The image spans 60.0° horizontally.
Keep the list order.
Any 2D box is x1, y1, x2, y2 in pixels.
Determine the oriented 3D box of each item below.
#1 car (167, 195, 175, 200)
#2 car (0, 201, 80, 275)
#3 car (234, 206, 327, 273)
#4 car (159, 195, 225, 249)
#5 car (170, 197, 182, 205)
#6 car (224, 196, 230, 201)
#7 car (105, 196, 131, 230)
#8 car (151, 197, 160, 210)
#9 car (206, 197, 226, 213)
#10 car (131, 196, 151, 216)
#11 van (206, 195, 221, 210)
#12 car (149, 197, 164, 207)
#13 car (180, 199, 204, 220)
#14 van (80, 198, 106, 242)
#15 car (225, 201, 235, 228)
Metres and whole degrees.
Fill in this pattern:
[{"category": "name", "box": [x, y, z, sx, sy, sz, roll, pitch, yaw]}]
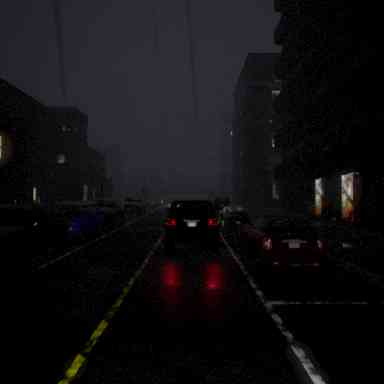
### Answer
[{"category": "car", "box": [-5.753, 1.560, 91.931, 1.887, 1.381, 4.507, 1, 0, 0]}, {"category": "car", "box": [-5.671, 1.316, 10.718, 2.192, 1.841, 5.009, 1, 0, 0]}, {"category": "car", "box": [2.706, 1.441, 10.711, 1.967, 1.590, 4.097, 1, 0, 0]}, {"category": "car", "box": [0.000, 1.261, 14.683, 2.150, 2.045, 5.566, 0, 0, 0]}, {"category": "car", "box": [-3.000, 1.613, 61.659, 1.994, 1.385, 4.181, 0, 0, 0]}, {"category": "car", "box": [2.708, 1.321, 32.339, 2.192, 1.841, 5.009, 1, 0, 0]}, {"category": "car", "box": [-5.671, 1.319, 21.532, 2.192, 1.841, 5.009, 1, 0, 0]}, {"category": "car", "box": [-5.674, 1.448, 43.161, 1.967, 1.590, 4.097, 1, 0, 0]}, {"category": "car", "box": [2.706, 1.448, 37.747, 1.967, 1.590, 4.097, 1, 0, 0]}, {"category": "car", "box": [-5.672, 1.321, 32.347, 2.192, 1.841, 5.009, 1, 0, 0]}, {"category": "van", "box": [2.708, 1.350, 43.154, 1.690, 1.788, 3.998, 1, 0, 0]}, {"category": "car", "box": [-5.677, 1.561, 53.975, 2.008, 1.369, 4.403, 1, 0, 0]}, {"category": "car", "box": [0.000, 1.491, 29.655, 1.882, 1.535, 5.008, 0, 0, 0]}, {"category": "van", "box": [-5.672, 1.343, 16.125, 1.690, 1.788, 3.998, 1, 0, 0]}, {"category": "car", "box": [2.704, 1.555, 21.525, 2.008, 1.369, 4.403, 1, 0, 0]}]
